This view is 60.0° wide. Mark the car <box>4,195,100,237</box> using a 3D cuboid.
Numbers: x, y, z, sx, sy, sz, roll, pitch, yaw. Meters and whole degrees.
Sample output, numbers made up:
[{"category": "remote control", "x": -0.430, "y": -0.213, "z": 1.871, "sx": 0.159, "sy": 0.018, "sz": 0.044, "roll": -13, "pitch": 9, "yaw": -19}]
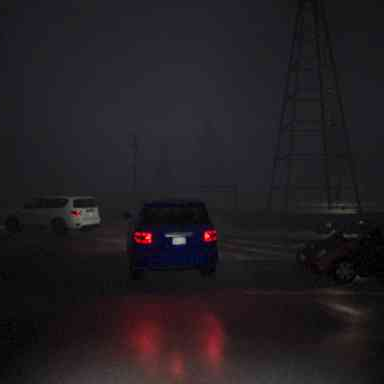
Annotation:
[{"category": "car", "x": -7.629, "y": 1.207, "z": 18.160, "sx": 5.566, "sy": 2.045, "sz": 2.150, "roll": 0, "pitch": 0, "yaw": 25}]

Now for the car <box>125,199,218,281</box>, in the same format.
[{"category": "car", "x": -0.835, "y": 1.210, "z": 10.093, "sx": 2.150, "sy": 2.045, "sz": 5.566, "roll": 0, "pitch": 0, "yaw": -12}]

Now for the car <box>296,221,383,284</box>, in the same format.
[{"category": "car", "x": 4.887, "y": 1.513, "z": 8.906, "sx": 3.905, "sy": 1.438, "sz": 1.784, "roll": 0, "pitch": 0, "yaw": 0}]
